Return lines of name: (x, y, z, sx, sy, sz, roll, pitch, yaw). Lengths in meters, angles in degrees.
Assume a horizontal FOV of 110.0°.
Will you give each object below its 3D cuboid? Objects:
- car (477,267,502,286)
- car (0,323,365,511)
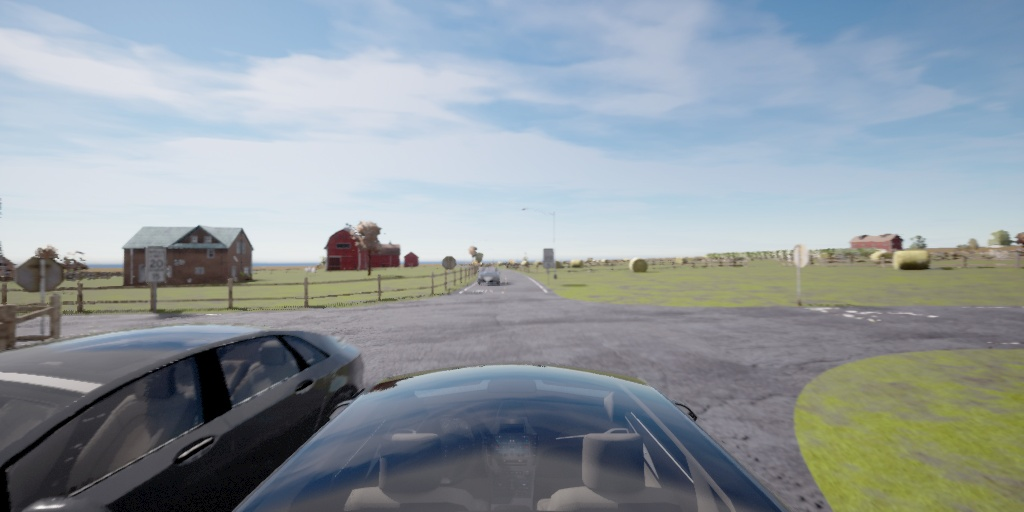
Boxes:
car: (-1.936, 1.709, 31.083, 2.128, 1.511, 4.902, 0, -1, 0)
car: (-2.612, 1.292, 2.071, 1.837, 1.490, 4.892, 0, -1, 3)
